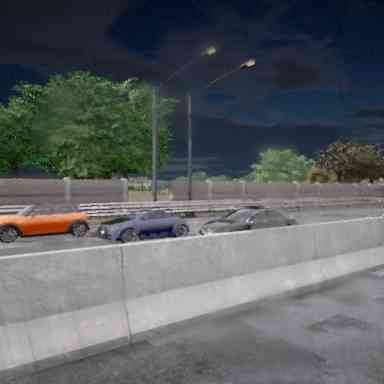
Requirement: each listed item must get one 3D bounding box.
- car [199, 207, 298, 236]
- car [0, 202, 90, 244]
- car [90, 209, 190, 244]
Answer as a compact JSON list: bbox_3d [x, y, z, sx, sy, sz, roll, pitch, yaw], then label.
[{"bbox_3d":[2.540,1.429,14.426,4.892,1.490,1.837,0,0,-36],"label":"car"},{"bbox_3d":[-7.350,1.330,15.951,4.553,1.767,2.097,-1,0,-36],"label":"car"},{"bbox_3d":[-2.179,1.513,15.350,4.181,1.385,1.994,-1,0,-36],"label":"car"}]
